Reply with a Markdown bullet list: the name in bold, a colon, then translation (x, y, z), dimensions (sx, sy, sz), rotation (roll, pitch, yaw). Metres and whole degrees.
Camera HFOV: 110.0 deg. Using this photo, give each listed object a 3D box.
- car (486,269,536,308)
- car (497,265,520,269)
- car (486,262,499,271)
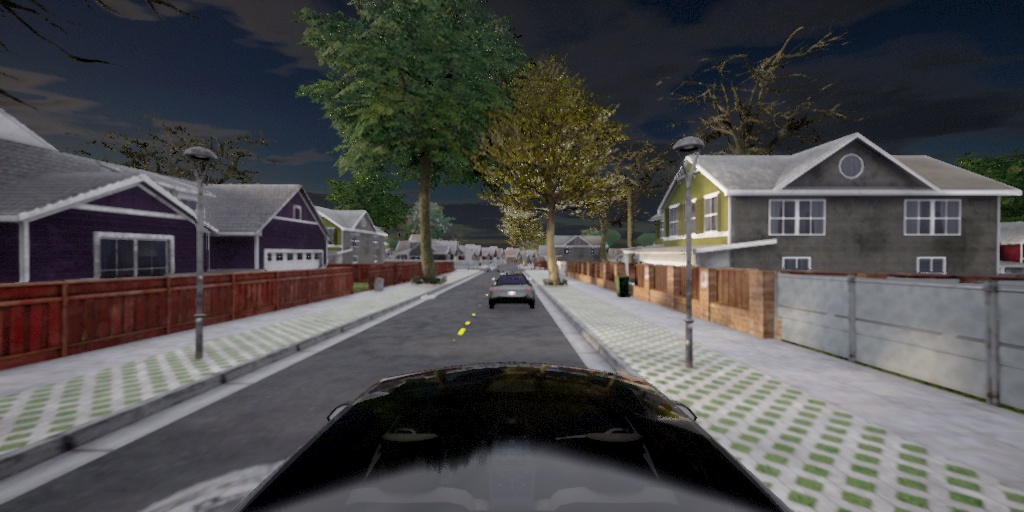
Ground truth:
- **car**: translation (-0.003, 1.446, 16.121), dimensions (1.994, 1.385, 4.181), rotation (0, 0, 0)
- **car**: translation (-0.012, 1.610, 30.938), dimensions (1.895, 1.301, 4.718), rotation (0, 0, 0)
- **car**: translation (-2.778, 1.679, 53.275), dimensions (2.128, 1.511, 4.902), rotation (0, -1, 0)
